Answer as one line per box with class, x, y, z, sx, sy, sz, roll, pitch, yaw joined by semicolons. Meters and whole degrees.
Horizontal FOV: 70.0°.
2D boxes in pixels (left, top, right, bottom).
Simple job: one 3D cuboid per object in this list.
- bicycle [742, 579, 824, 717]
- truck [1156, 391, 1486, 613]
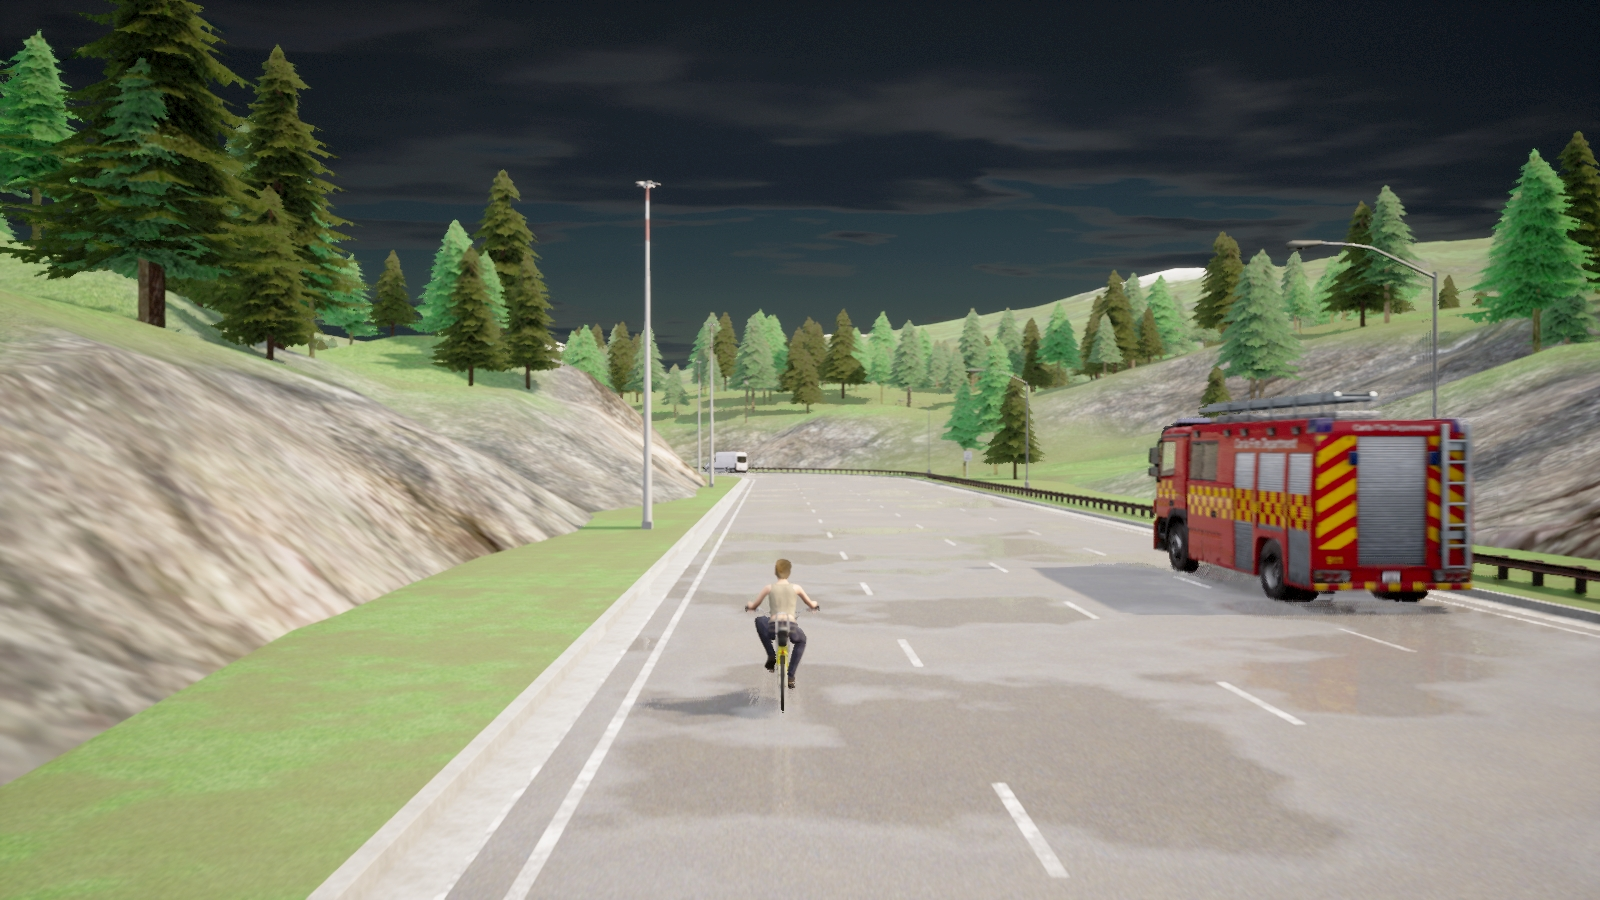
bicycle;-0.194;2.158;12.709;0.859;1.276;1.487;0;0;-1
truck;10.330;0.891;23.988;2.891;3.827;8.468;0;0;-1
